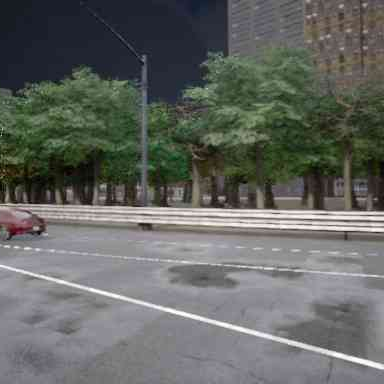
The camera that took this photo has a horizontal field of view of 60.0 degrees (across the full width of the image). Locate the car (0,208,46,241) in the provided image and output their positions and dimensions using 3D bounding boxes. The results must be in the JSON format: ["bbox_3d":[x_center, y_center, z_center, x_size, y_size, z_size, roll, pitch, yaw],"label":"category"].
[{"bbox_3d":[-9.399,1.549,16.705,4.674,1.442,1.812,0,0,26],"label":"car"}]
